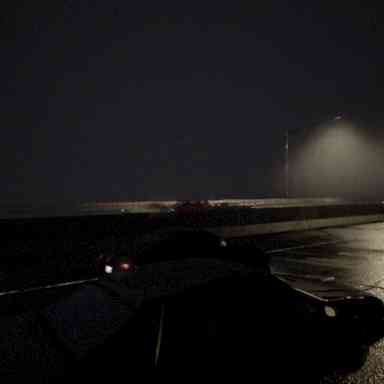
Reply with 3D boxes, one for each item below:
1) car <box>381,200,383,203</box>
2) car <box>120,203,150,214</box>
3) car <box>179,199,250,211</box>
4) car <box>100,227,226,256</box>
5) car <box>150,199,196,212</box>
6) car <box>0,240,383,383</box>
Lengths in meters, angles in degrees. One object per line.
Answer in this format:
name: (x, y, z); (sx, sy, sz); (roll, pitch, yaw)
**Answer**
car: (31.702, 1.474, 52.327); (4.718, 1.301, 1.895); (0, 0, -35)
car: (-3.413, 1.571, 27.355); (4.718, 1.301, 1.895); (0, 0, -36)
car: (1.926, 1.459, 22.564); (4.902, 1.511, 2.128); (0, 0, -36)
car: (-0.083, 1.554, 7.987); (4.181, 1.385, 1.994); (0, 0, -36)
car: (-0.440, 1.320, 25.176); (4.553, 1.767, 2.097); (0, 0, -36)
car: (0.169, 1.542, 3.867); (5.357, 1.411, 2.033); (0, 0, -36)
